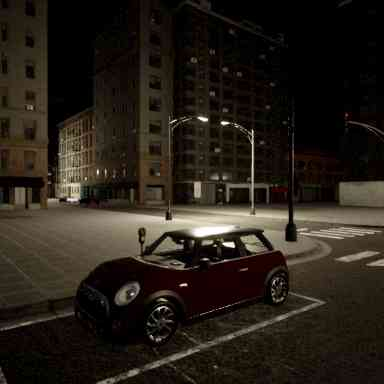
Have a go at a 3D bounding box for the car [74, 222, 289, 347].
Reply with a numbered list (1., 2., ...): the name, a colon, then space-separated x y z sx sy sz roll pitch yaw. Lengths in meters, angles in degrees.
1. car: -0.043 1.440 6.273 4.097 1.590 1.967 0 0 -38

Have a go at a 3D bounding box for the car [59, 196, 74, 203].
1. car: -22.162 1.275 59.253 1.895 1.301 4.718 0 0 -39

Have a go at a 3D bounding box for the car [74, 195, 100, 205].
1. car: -15.838 1.221 51.154 2.128 1.511 4.902 0 0 -38
